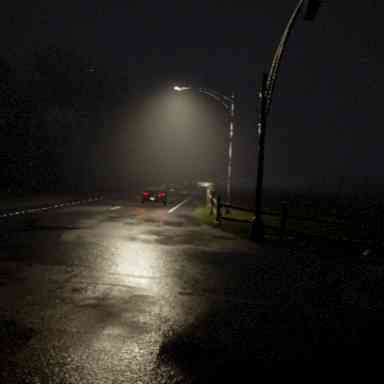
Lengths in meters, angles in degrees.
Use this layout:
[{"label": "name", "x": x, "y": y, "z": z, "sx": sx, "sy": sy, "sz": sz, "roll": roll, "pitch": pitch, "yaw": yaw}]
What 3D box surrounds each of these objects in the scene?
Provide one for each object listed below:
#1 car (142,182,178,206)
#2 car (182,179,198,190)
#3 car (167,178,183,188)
[{"label": "car", "x": -2.500, "y": 0.173, "z": 25.115, "sx": 1.812, "sy": 1.442, "sz": 4.674, "roll": 3, "pitch": 3, "yaw": 5}, {"label": "car", "x": -0.043, "y": -1.079, "z": 53.062, "sx": 1.812, "sy": 1.442, "sz": 4.674, "roll": 3, "pitch": 3, "yaw": 5}, {"label": "car", "x": -3.332, "y": -1.327, "z": 55.734, "sx": 2.033, "sy": 1.411, "sz": 5.357, "roll": 3, "pitch": 3, "yaw": 7}]
